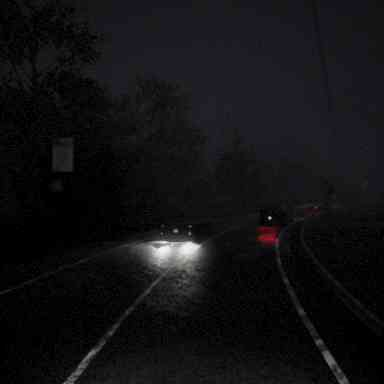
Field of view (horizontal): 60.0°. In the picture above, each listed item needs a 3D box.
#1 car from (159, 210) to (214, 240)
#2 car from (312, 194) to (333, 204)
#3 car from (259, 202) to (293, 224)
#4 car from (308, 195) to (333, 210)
[{"bbox_3d":[-0.198,1.691,17.823,1.994,1.385,4.181,-1,-1,18],"label":"car"},{"bbox_3d":[20.966,1.121,53.230,1.895,1.301,4.718,-4,0,37],"label":"car"},{"bbox_3d":[6.446,1.558,25.351,1.837,1.490,4.892,-3,-1,25],"label":"car"},{"bbox_3d":[15.459,1.415,39.893,1.895,1.301,4.718,-4,0,36],"label":"car"}]
